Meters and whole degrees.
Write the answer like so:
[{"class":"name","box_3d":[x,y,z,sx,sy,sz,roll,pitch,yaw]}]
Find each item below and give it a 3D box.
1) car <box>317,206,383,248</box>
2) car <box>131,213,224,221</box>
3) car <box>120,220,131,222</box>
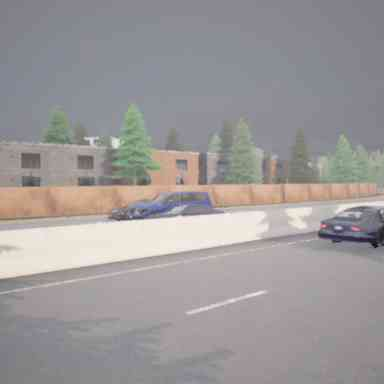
[{"class":"car","box_3d":[7.201,1.264,13.184,5.357,1.411,2.033,-2,1,-35]},{"class":"car","box_3d":[-0.363,1.330,16.633,4.674,1.442,1.812,-1,1,-35]},{"class":"car","box_3d":[-1.200,0.995,20.337,5.566,2.045,2.150,-1,1,-36]}]
